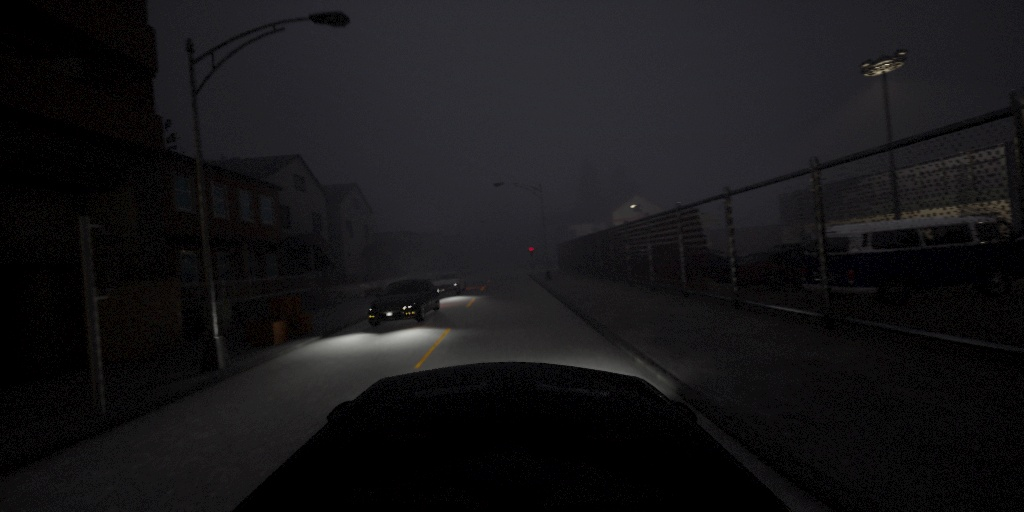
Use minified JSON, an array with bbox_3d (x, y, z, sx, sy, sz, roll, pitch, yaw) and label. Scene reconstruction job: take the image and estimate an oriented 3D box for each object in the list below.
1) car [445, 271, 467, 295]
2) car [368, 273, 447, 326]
[{"bbox_3d":[-4.218,1.800,24.134,1.812,1.442,4.674,-5,0,0],"label":"car"},{"bbox_3d":[-4.134,1.703,14.366,1.837,1.490,4.892,-5,0,-1],"label":"car"}]
